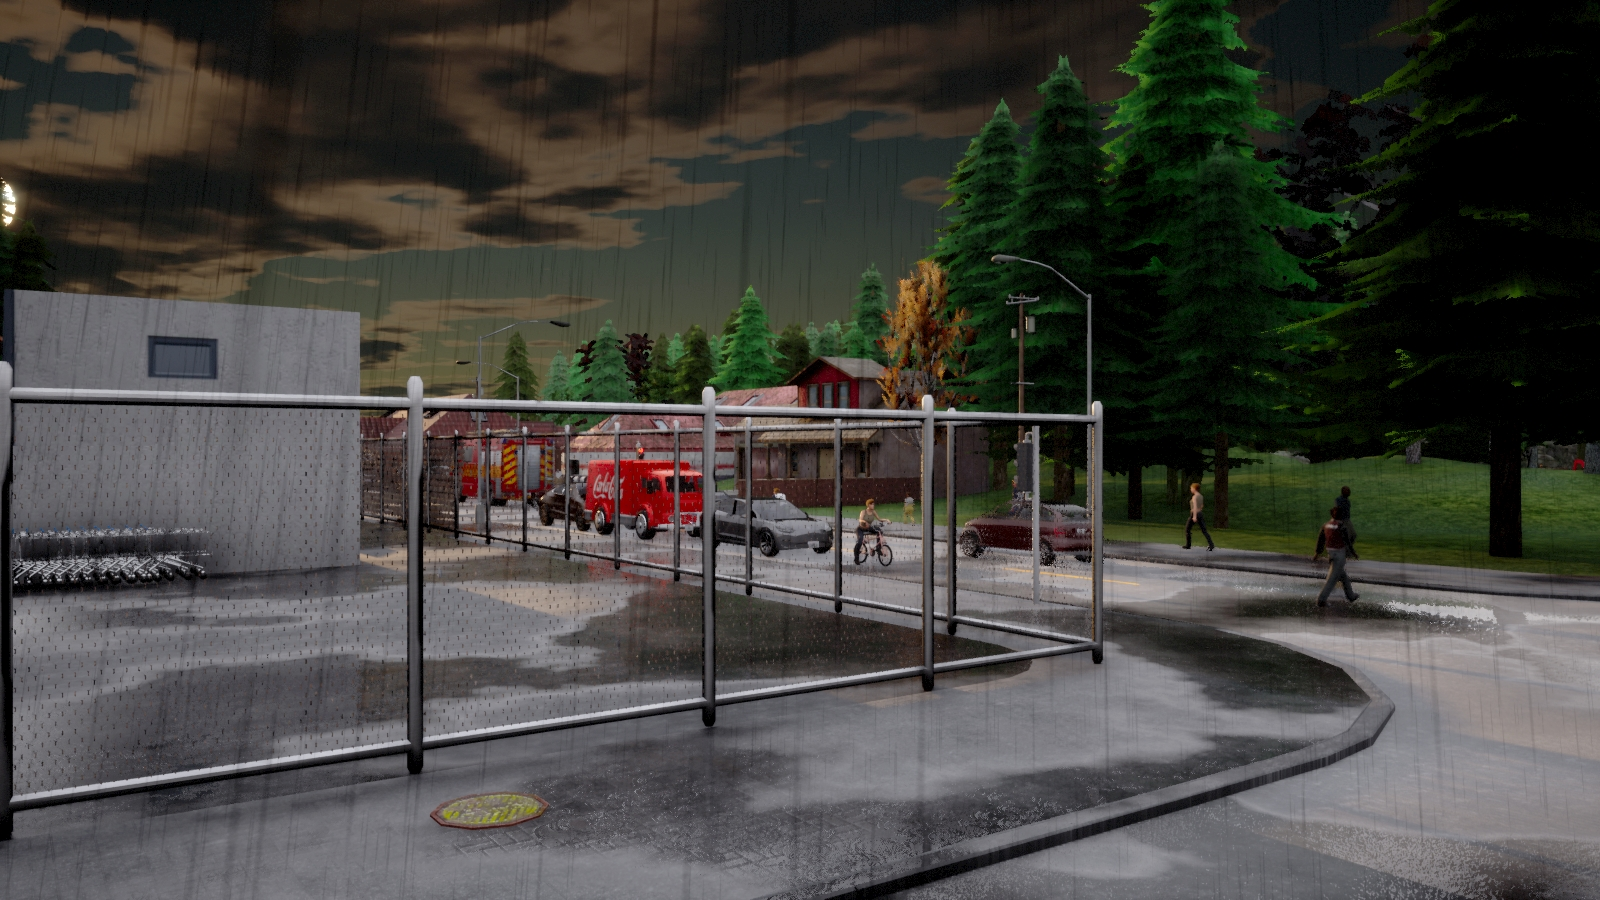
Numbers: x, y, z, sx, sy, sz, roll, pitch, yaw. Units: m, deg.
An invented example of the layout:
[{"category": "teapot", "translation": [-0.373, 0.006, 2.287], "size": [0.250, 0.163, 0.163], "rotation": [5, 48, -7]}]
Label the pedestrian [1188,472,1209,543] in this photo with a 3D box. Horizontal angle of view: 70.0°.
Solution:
[{"category": "pedestrian", "translation": [10.541, 1.522, 30.221], "size": [0.375, 1.860, 0.375], "rotation": [0, 0, -33]}]

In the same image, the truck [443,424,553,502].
[{"category": "truck", "translation": [-16.068, 0.665, 60.301], "size": [2.891, 3.827, 8.468], "rotation": [0, 0, -35]}]

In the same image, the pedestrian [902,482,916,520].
[{"category": "pedestrian", "translation": [3.865, 1.801, 40.529], "size": [0.375, 1.300, 0.375], "rotation": [0, 0, -21]}]

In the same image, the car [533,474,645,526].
[{"category": "car", "translation": [-7.756, 1.772, 41.538], "size": [2.152, 1.651, 5.027], "rotation": [0, 0, -34]}]

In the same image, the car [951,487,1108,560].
[{"category": "car", "translation": [5.758, 1.806, 29.006], "size": [1.789, 1.549, 3.705], "rotation": [0, 0, -35]}]

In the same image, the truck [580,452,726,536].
[{"category": "truck", "translation": [-4.910, 1.336, 37.383], "size": [2.627, 2.467, 5.204], "rotation": [0, 0, -35]}]

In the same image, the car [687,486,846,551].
[{"category": "car", "translation": [-1.029, 1.840, 31.812], "size": [2.163, 1.488, 4.792], "rotation": [0, 0, -35]}]

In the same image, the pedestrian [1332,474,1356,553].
[{"category": "pedestrian", "translation": [13.089, 1.520, 27.499], "size": [0.375, 1.860, 0.375], "rotation": [0, 0, -26]}]

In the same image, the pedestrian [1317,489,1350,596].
[{"category": "pedestrian", "translation": [9.461, 1.625, 20.256], "size": [0.375, 1.860, 0.375], "rotation": [0, 0, -24]}]

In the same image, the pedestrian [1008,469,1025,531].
[{"category": "pedestrian", "translation": [6.593, 1.520, 34.827], "size": [0.375, 1.860, 0.375], "rotation": [0, 0, -44]}]

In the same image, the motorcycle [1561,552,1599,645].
[{"category": "motorcycle", "translation": [11.392, 1.990, 15.133], "size": [2.033, 1.145, 0.803], "rotation": [0, 0, 17]}]

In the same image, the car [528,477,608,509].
[{"category": "car", "translation": [-10.729, 1.931, 52.680], "size": [1.895, 1.301, 4.718], "rotation": [0, 0, -35]}]

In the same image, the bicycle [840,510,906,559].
[{"category": "bicycle", "translation": [1.773, 2.033, 27.810], "size": [0.859, 1.080, 1.487], "rotation": [0, 0, -35]}]
